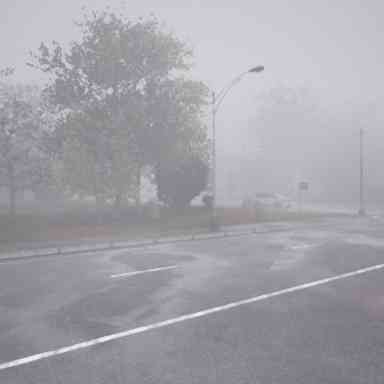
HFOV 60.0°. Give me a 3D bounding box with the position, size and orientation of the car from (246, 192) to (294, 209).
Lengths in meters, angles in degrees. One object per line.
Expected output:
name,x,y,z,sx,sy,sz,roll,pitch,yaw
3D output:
car,9.895,1.021,41.375,2.150,2.045,5.566,-1,0,-37

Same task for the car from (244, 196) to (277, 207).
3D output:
car,9.681,1.301,47.391,1.812,1.442,4.674,-1,0,-37

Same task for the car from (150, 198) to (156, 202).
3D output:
car,-6.041,1.410,62.237,1.895,1.301,4.718,-1,0,-37
